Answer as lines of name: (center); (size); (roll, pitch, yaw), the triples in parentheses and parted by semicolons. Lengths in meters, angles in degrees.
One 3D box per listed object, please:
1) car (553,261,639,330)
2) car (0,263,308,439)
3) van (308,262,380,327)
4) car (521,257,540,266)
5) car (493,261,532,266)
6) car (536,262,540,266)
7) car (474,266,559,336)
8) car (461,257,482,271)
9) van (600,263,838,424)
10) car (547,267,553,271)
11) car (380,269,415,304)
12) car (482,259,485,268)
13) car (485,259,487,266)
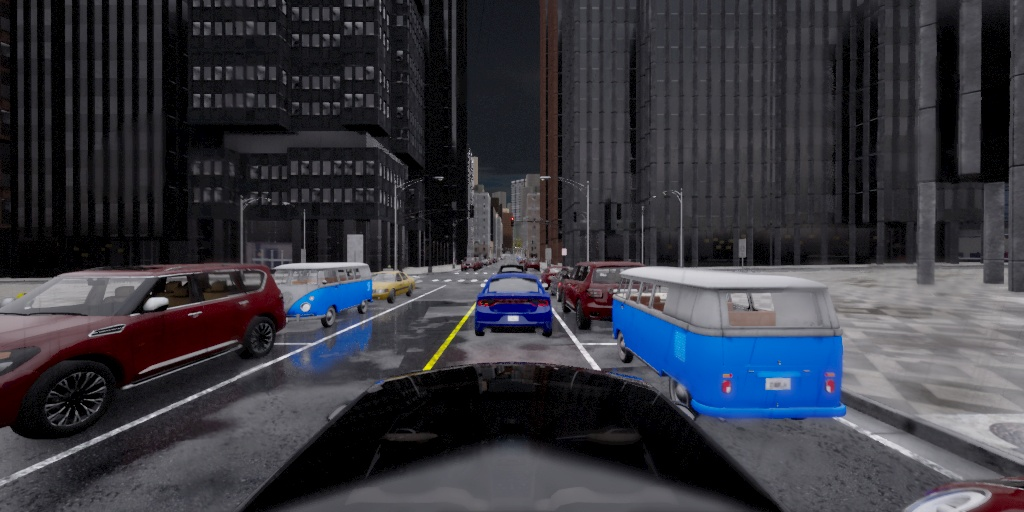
car: (2.765, 1.065, 11.097); (2.192, 1.841, 5.009); (0, 0, 0)
car: (-5.765, 1.064, 5.584); (2.192, 1.841, 5.009); (0, 0, 0)
van: (-5.765, 1.091, 11.109); (1.690, 1.789, 3.998); (0, 0, 0)
car: (2.762, 1.084, 49.188); (2.192, 1.841, 5.009); (0, 0, 0)
car: (0.000, 1.257, 20.756); (1.837, 1.490, 4.892); (0, 0, 0)
car: (2.763, 1.297, 22.147); (1.888, 1.381, 4.507); (0, 0, 0)
car: (0.058, 1.228, 10.385); (1.882, 1.535, 5.008); (0, 0, 1)
car: (-5.764, 1.084, 49.197); (2.192, 1.841, 5.009); (0, 0, 0)
van: (2.767, 1.091, 5.571); (1.690, 1.789, 3.998); (0, 0, 0)
car: (2.764, 1.301, 16.622); (2.007, 1.370, 4.403); (0, 0, 0)
car: (-5.764, 1.276, 16.463); (1.751, 1.417, 4.829); (0, 0, 0)
car: (-5.764, 1.090, 54.840); (2.192, 1.841, 5.009); (0, 0, 0)
car: (-5.764, 1.348, 60.483); (1.948, 1.339, 4.313); (0, 0, 0)
